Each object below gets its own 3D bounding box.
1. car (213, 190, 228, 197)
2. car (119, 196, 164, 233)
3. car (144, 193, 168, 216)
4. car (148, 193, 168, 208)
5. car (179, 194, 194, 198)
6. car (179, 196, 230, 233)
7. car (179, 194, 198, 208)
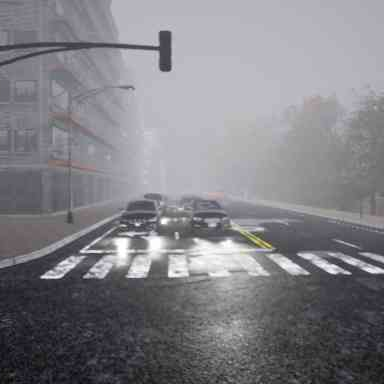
[{"bbox_3d":[4.931,0.403,57.534,2.097,1.767,4.553,0,1,-3],"label":"car"},{"bbox_3d":[-2.570,1.168,17.266,1.837,1.490,4.892,0,1,-3],"label":"car"},{"bbox_3d":[-3.108,0.873,26.455,2.097,1.767,4.553,0,1,-4],"label":"car"},{"bbox_3d":[-3.715,0.905,37.043,2.033,1.411,5.357,0,1,-3],"label":"car"},{"bbox_3d":[0.118,1.064,26.865,2.033,1.411,5.357,0,1,-3],"label":"car"},{"bbox_3d":[0.680,1.160,17.133,2.128,1.511,4.902,0,1,-5],"label":"car"},{"bbox_3d":[-0.442,0.928,36.765,1.994,1.385,4.181,0,1,-3],"label":"car"}]
